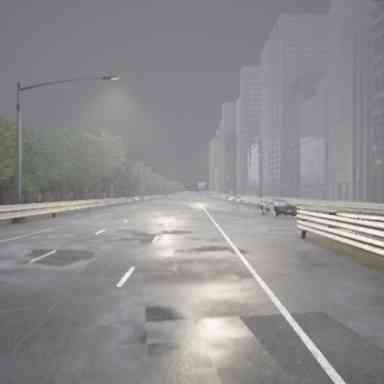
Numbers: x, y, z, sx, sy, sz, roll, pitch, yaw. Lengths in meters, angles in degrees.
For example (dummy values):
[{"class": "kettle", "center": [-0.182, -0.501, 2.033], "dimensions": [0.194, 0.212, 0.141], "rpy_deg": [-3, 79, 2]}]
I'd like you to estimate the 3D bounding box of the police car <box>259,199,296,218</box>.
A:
[{"class": "police car", "center": [8.062, 1.530, 31.930], "dimensions": [1.930, 1.638, 5.238], "rpy_deg": [0, 0, -11]}]
